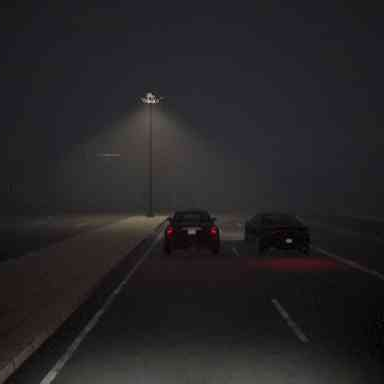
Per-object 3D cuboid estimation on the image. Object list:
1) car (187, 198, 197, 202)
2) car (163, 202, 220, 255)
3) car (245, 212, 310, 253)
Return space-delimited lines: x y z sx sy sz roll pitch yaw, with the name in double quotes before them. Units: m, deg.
"car" -0.037 2.124 69.193 1.882 1.535 5.008 0 -1 0
"car" -0.006 1.482 14.039 2.097 1.767 4.553 0 -1 0
"car" 3.497 1.614 14.430 1.882 1.535 5.008 0 0 0
